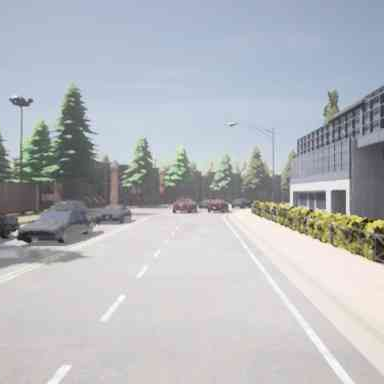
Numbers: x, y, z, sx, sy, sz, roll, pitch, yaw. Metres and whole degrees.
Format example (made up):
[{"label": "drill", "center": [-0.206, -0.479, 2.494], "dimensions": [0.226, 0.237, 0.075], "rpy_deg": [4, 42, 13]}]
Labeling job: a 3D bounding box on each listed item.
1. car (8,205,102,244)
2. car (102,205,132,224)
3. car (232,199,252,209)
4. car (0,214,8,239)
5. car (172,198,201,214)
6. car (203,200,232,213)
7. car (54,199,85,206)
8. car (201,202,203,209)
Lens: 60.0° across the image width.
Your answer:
[{"label": "car", "center": [-6.477, 1.619, 16.609], "dimensions": [2.033, 1.411, 5.357], "rpy_deg": [0, 0, 2]}, {"label": "car", "center": [-6.020, 1.679, 25.944], "dimensions": [1.994, 1.385, 4.181], "rpy_deg": [0, 0, 2]}, {"label": "car", "center": [7.432, 1.710, 49.367], "dimensions": [2.128, 1.511, 4.902], "rpy_deg": [0, 0, 30]}, {"label": "car", "center": [-10.048, 1.612, 15.258], "dimensions": [2.033, 1.411, 5.357], "rpy_deg": [0, 0, 2]}, {"label": "car", "center": [-0.750, 1.521, 38.701], "dimensions": [2.097, 1.767, 4.553], "rpy_deg": [0, 0, 13]}, {"label": "car", "center": [3.164, 1.653, 39.813], "dimensions": [1.882, 1.535, 5.008], "rpy_deg": [0, 0, 16]}, {"label": "car", "center": [-9.552, 1.461, 25.373], "dimensions": [2.097, 1.767, 4.553], "rpy_deg": [0, 0, 4]}, {"label": "car", "center": [2.547, 1.774, 47.905], "dimensions": [1.994, 1.385, 4.181], "rpy_deg": [0, 0, 27]}]
